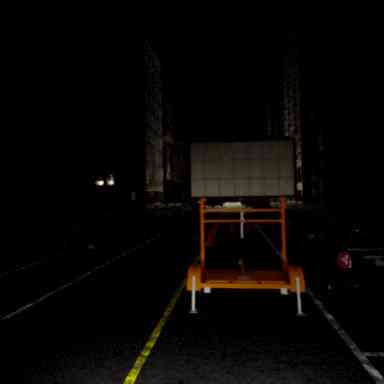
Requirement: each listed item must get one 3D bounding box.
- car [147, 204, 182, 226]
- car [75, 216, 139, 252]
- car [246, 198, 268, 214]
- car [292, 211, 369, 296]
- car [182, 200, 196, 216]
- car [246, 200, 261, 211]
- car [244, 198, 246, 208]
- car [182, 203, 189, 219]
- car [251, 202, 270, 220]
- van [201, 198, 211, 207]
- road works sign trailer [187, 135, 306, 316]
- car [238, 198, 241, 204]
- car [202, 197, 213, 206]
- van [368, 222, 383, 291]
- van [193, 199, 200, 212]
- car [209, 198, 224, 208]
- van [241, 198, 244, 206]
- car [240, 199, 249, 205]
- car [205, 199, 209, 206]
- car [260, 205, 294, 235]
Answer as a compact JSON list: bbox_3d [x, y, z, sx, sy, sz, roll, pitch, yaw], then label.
[{"bbox_3d":[-2.375,1.913,26.354,2.008,1.369,4.403,-1,-1,7],"label":"car"},{"bbox_3d":[-3.720,1.815,15.217,1.947,1.339,4.313,-1,-1,7],"label":"car"},{"bbox_3d":[7.430,1.630,36.486,2.192,1.841,5.009,-1,-1,7],"label":"car"},{"bbox_3d":[4.069,1.472,8.643,1.967,1.590,4.097,-1,-1,7],"label":"car"},{"bbox_3d":[-1.051,2.000,37.323,1.752,1.417,4.829,-1,-1,7],"label":"car"},{"bbox_3d":[8.799,1.958,47.789,1.752,1.417,4.829,-1,-1,7],"label":"car"},{"bbox_3d":[8.103,1.688,42.055,2.192,1.841,5.009,-1,-1,7],"label":"car"},{"bbox_3d":[-1.702,2.001,31.923,1.802,1.307,4.206,-1,-1,7],"label":"car"},{"bbox_3d":[6.762,1.839,30.915,1.802,1.307,4.206,-1,-1,7],"label":"car"},{"bbox_3d":[3.003,2.168,70.906,1.690,1.788,3.998,-1,-1,7],"label":"van"},{"bbox_3d":[1.156,0.537,7.719,2.380,3.560,2.880,-1,-1,7],"label":"road works sign trailer"},{"bbox_3d":[11.466,1.980,69.896,2.192,1.841,5.009,-1,-1,7],"label":"car"},{"bbox_3d":[3.675,2.201,76.475,2.192,1.841,5.009,-1,-1,7],"label":"car"},{"bbox_3d":[3.395,1.319,3.076,1.690,1.788,3.998,-1,-1,7],"label":"van"},{"bbox_3d":[-0.361,1.876,43.063,1.690,1.788,3.998,-1,-1,7],"label":"van"},{"bbox_3d":[4.691,1.904,61.871,2.150,2.045,5.566,-1,-1,7],"label":"car"},{"bbox_3d":[10.121,1.889,58.759,1.690,1.788,3.998,-1,-1,7],"label":"van"},{"bbox_3d":[12.815,2.328,81.030,1.887,1.381,4.507,-1,-1,7],"label":"car"},{"bbox_3d":[0.984,1.966,54.200,2.192,1.841,5.009,-1,-1,7],"label":"car"},{"bbox_3d":[5.416,1.709,19.778,1.947,1.339,4.313,-1,-1,7],"label":"car"}]
